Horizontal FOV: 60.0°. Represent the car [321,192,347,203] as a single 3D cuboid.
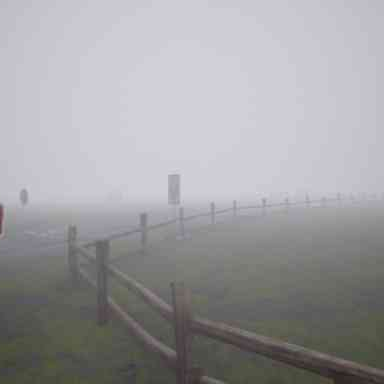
[{"bbox_3d":[19.829,0.731,46.431,5.008,1.535,1.882,-1,1,-43],"label":"car"}]
